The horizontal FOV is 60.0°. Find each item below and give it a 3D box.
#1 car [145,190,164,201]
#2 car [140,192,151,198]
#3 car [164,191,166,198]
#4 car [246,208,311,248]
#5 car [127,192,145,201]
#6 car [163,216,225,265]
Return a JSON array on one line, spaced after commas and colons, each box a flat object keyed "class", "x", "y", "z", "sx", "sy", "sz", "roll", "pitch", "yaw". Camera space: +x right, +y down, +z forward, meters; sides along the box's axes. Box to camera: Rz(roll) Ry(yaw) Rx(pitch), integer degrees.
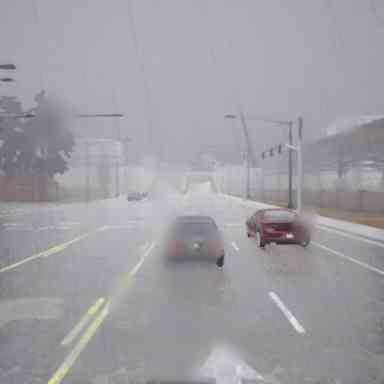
[{"class": "car", "x": -6.974, "y": 0.599, "z": 61.973, "sx": 2.150, "sy": 2.045, "sz": 5.566, "roll": 0, "pitch": 1, "yaw": 1}, {"class": "car", "x": -10.441, "y": 0.674, "z": 74.978, "sx": 1.994, "sy": 1.385, "sz": 4.181, "roll": 0, "pitch": 1, "yaw": 0}, {"class": "car", "x": -6.939, "y": 0.528, "z": 76.414, "sx": 1.882, "sy": 1.535, "sz": 5.008, "roll": 0, "pitch": 1, "yaw": 0}, {"class": "car", "x": 3.592, "y": 1.446, "z": 14.646, "sx": 1.882, "sy": 1.535, "sz": 5.008, "roll": 0, "pitch": 0, "yaw": 0}, {"class": "car", "x": -10.481, "y": 0.753, "z": 60.737, "sx": 2.097, "sy": 1.767, "sz": 4.553, "roll": 0, "pitch": 1, "yaw": 0}, {"class": "car", "x": 0.076, "y": 1.522, "z": 11.479, "sx": 2.033, "sy": 1.411, "sz": 5.357, "roll": 0, "pitch": 0, "yaw": 0}]
